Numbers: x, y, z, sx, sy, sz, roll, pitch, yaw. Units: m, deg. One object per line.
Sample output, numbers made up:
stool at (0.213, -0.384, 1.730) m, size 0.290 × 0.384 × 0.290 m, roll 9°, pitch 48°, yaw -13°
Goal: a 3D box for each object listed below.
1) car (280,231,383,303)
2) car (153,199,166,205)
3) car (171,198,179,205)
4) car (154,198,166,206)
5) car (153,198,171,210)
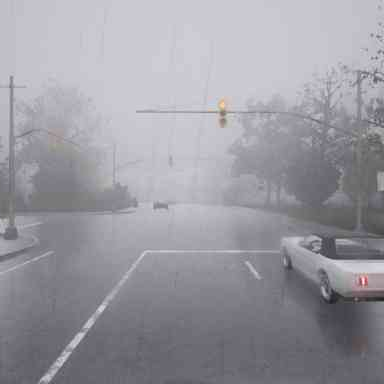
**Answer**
car at (3.602, 1.601, 8.129) m, size 1.895 × 1.301 × 4.718 m, roll 0°, pitch 0°, yaw 0°
car at (-8.196, 2.461, 83.078) m, size 1.895 × 1.301 × 4.718 m, roll 0°, pitch -1°, yaw -25°
car at (-4.942, 2.248, 73.752) m, size 1.895 × 1.301 × 4.718 m, roll 0°, pitch -1°, yaw -19°
car at (-6.081, 1.899, 62.780) m, size 1.882 × 1.535 × 5.008 m, roll 0°, pitch -1°, yaw -10°
car at (-4.081, 1.560, 43.973) m, size 1.882 × 1.535 × 5.008 m, roll 0°, pitch -1°, yaw -3°
